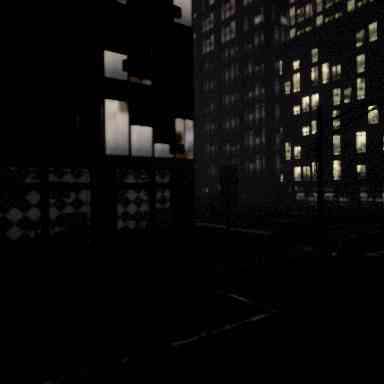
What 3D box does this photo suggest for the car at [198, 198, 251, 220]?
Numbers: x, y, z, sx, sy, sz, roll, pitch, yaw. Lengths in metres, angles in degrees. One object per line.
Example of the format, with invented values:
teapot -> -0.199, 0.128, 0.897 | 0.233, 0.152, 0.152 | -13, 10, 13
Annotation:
car -> 2.792, 1.441, 26.472 | 2.008, 1.369, 4.403 | -1, 1, -35

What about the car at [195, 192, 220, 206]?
car -> 2.004, 0.944, 42.277 | 2.192, 1.841, 5.009 | -1, 1, -35

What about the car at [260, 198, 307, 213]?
car -> 8.775, 1.259, 32.435 | 1.752, 1.417, 4.829 | -1, 1, -35
